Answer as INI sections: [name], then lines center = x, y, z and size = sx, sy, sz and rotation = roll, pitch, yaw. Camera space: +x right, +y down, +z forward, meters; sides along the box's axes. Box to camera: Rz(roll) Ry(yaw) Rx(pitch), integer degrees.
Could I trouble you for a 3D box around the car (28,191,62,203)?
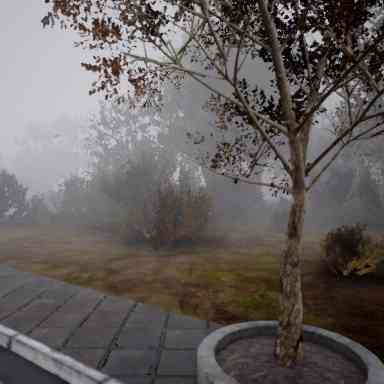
[car]
center = -18.325, 0.933, 41.817
size = 2.150, 2.045, 5.566
rotation = 1, 0, 32
